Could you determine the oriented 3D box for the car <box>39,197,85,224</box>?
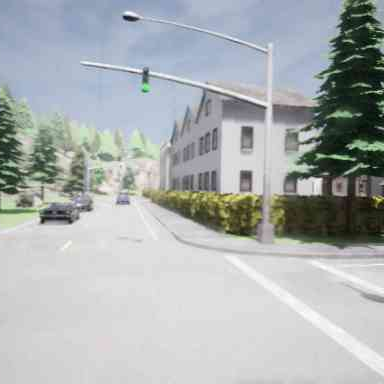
[{"bbox_3d":[-8.394,1.241,21.489,1.895,1.301,4.718,1,0,-11],"label":"car"}]

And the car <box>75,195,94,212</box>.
[{"bbox_3d":[-10.367,1.015,31.487,2.128,1.511,4.902,1,0,-11],"label":"car"}]

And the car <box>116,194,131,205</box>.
[{"bbox_3d":[-9.491,0.989,45.934,2.033,1.411,5.357,1,0,-11],"label":"car"}]
